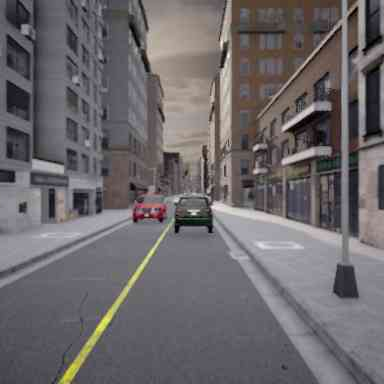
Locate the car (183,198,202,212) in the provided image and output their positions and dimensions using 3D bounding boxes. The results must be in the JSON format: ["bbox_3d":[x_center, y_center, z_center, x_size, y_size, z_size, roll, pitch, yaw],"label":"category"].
[{"bbox_3d":[0.089,1.486,40.565,2.128,1.511,4.902,0,0,0],"label":"car"}]

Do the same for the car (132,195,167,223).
[{"bbox_3d":[-3.104,1.223,25.512,2.150,2.045,5.566,0,0,0],"label":"car"}]

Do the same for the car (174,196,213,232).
[{"bbox_3d":[0.094,1.224,20.052,2.150,2.045,5.566,0,0,0],"label":"car"}]
